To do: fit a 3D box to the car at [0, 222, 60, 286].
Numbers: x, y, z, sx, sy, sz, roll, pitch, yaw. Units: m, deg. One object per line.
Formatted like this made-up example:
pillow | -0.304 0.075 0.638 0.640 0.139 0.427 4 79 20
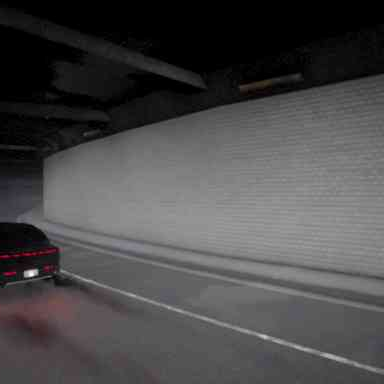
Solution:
car | -5.342 1.588 9.154 4.892 1.490 1.837 0 -1 44
